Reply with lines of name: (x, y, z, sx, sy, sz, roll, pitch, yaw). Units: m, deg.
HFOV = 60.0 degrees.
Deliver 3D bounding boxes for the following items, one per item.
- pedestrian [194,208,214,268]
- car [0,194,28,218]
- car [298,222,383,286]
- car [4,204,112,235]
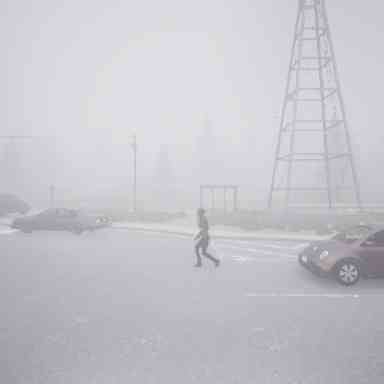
pedestrian: (0.345, 1.294, 9.739, 0.375, 1.860, 0.375, 0, 0, -5)
car: (-17.204, 1.222, 30.442, 2.150, 2.045, 5.566, 0, 0, 1)
car: (4.890, 1.521, 8.735, 3.905, 1.438, 1.784, 0, 0, 0)
car: (-7.185, 1.547, 18.431, 5.357, 1.411, 2.033, 0, 0, 12)
